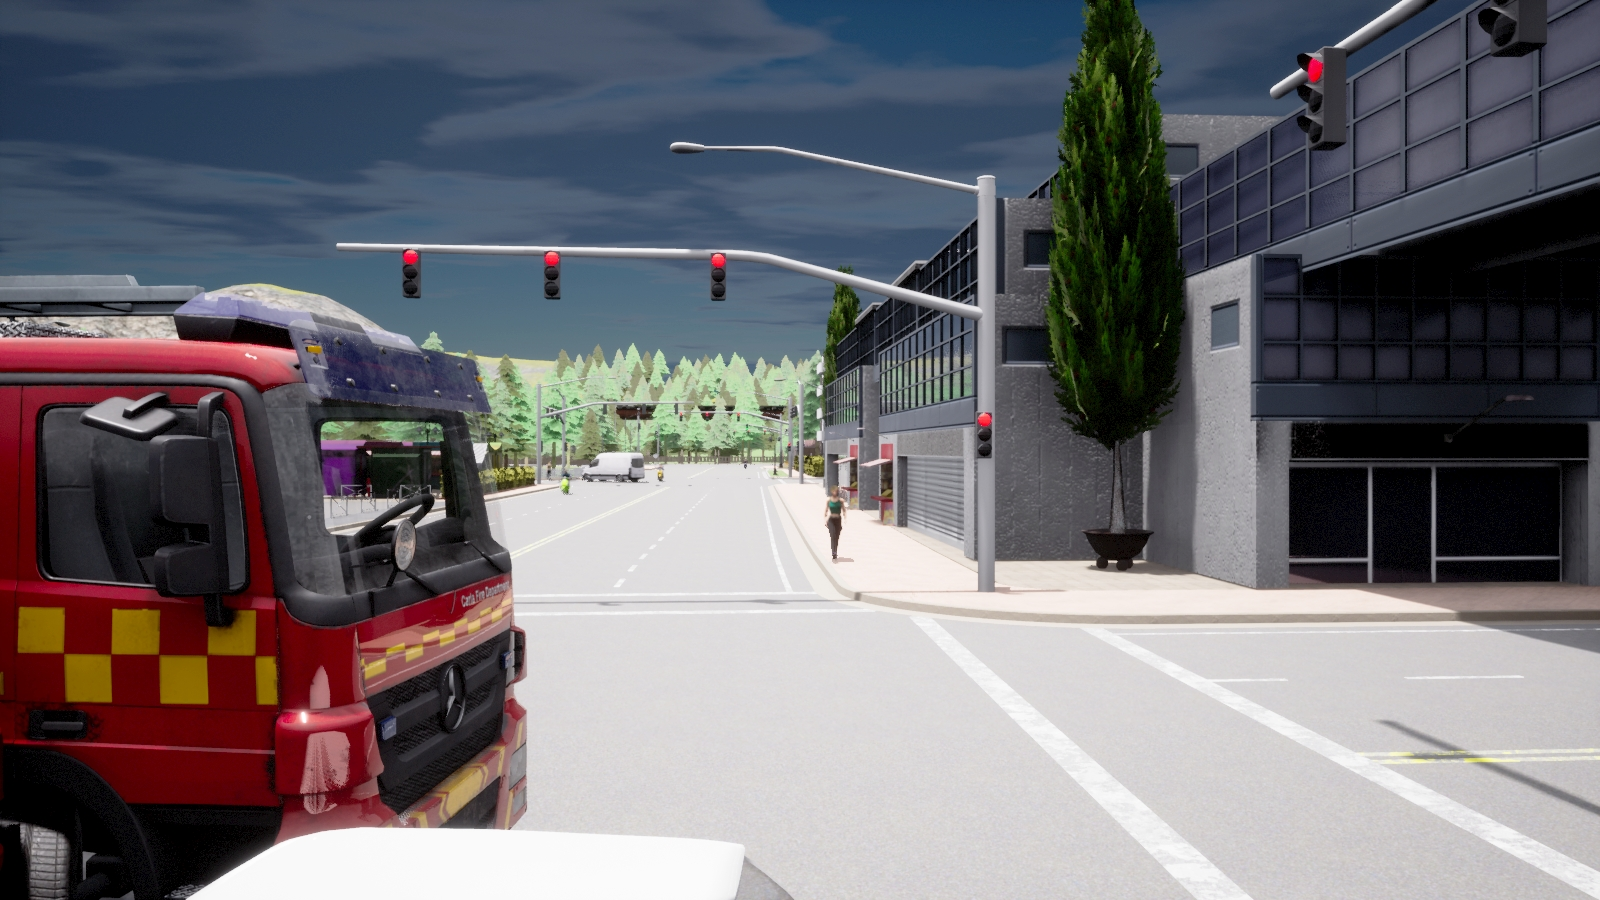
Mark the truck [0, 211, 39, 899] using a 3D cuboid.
[{"bbox_3d":[-7.587,0.890,3.490,8.468,3.827,2.891,0,0,-3],"label":"truck"}]

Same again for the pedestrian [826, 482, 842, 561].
[{"bbox_3d":[0.809,1.696,27.107,0.375,1.860,0.375,0,0,0],"label":"pedestrian"}]

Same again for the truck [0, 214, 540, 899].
[{"bbox_3d":[-6.102,0.890,6.659,8.468,3.827,2.891,0,0,4],"label":"truck"}]

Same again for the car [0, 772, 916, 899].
[{"bbox_3d":[-1.549,2.065,3.579,3.806,1.475,1.970,0,0,5],"label":"car"}]
